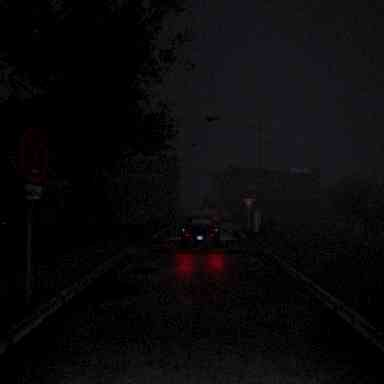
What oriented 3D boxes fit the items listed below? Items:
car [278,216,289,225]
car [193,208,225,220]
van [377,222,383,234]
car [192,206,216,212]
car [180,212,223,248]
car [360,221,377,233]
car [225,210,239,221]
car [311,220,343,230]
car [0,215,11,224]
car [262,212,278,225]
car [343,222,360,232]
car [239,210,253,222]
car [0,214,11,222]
[{"bbox_3d":[13.605,4.606,55.249,1.946,1.575,5.366,7,-5,-30],"label":"car"},{"bbox_3d":[1.644,2.504,30.293,1.882,1.535,5.008,-1,-3,10],"label":"car"},{"bbox_3d":[31.568,6.155,58.039,1.878,1.987,4.442,8,-5,-29],"label":"van"},{"bbox_3d":[1.925,3.323,52.909,2.435,2.045,5.566,2,-4,-30],"label":"car"},{"bbox_3d":[0.411,1.901,16.694,1.812,1.442,4.674,0,-3,2],"label":"car"},{"bbox_3d":[28.426,6.087,57.790,1.946,1.575,5.366,7,-5,-29],"label":"car"},{"bbox_3d":[4.804,3.625,53.497,2.185,1.767,4.553,5,-4,-31],"label":"car"},{"bbox_3d":[22.575,5.533,56.623,2.002,1.452,4.674,7,-5,-29],"label":"car"},{"bbox_3d":[-30.999,4.701,56.828,1.882,1.535,5.008,2,-5,-45],"label":"car"},{"bbox_3d":[10.773,4.058,54.555,2.435,2.045,5.566,8,-5,-30],"label":"car"},{"bbox_3d":[25.545,5.830,57.136,2.002,1.452,4.674,8,-5,-29],"label":"car"},{"bbox_3d":[7.776,3.883,53.996,2.185,1.767,4.553,7,-5,-31],"label":"car"},{"bbox_3d":[-39.855,5.486,70.364,1.994,1.385,4.181,1,-3,-20],"label":"car"}]
